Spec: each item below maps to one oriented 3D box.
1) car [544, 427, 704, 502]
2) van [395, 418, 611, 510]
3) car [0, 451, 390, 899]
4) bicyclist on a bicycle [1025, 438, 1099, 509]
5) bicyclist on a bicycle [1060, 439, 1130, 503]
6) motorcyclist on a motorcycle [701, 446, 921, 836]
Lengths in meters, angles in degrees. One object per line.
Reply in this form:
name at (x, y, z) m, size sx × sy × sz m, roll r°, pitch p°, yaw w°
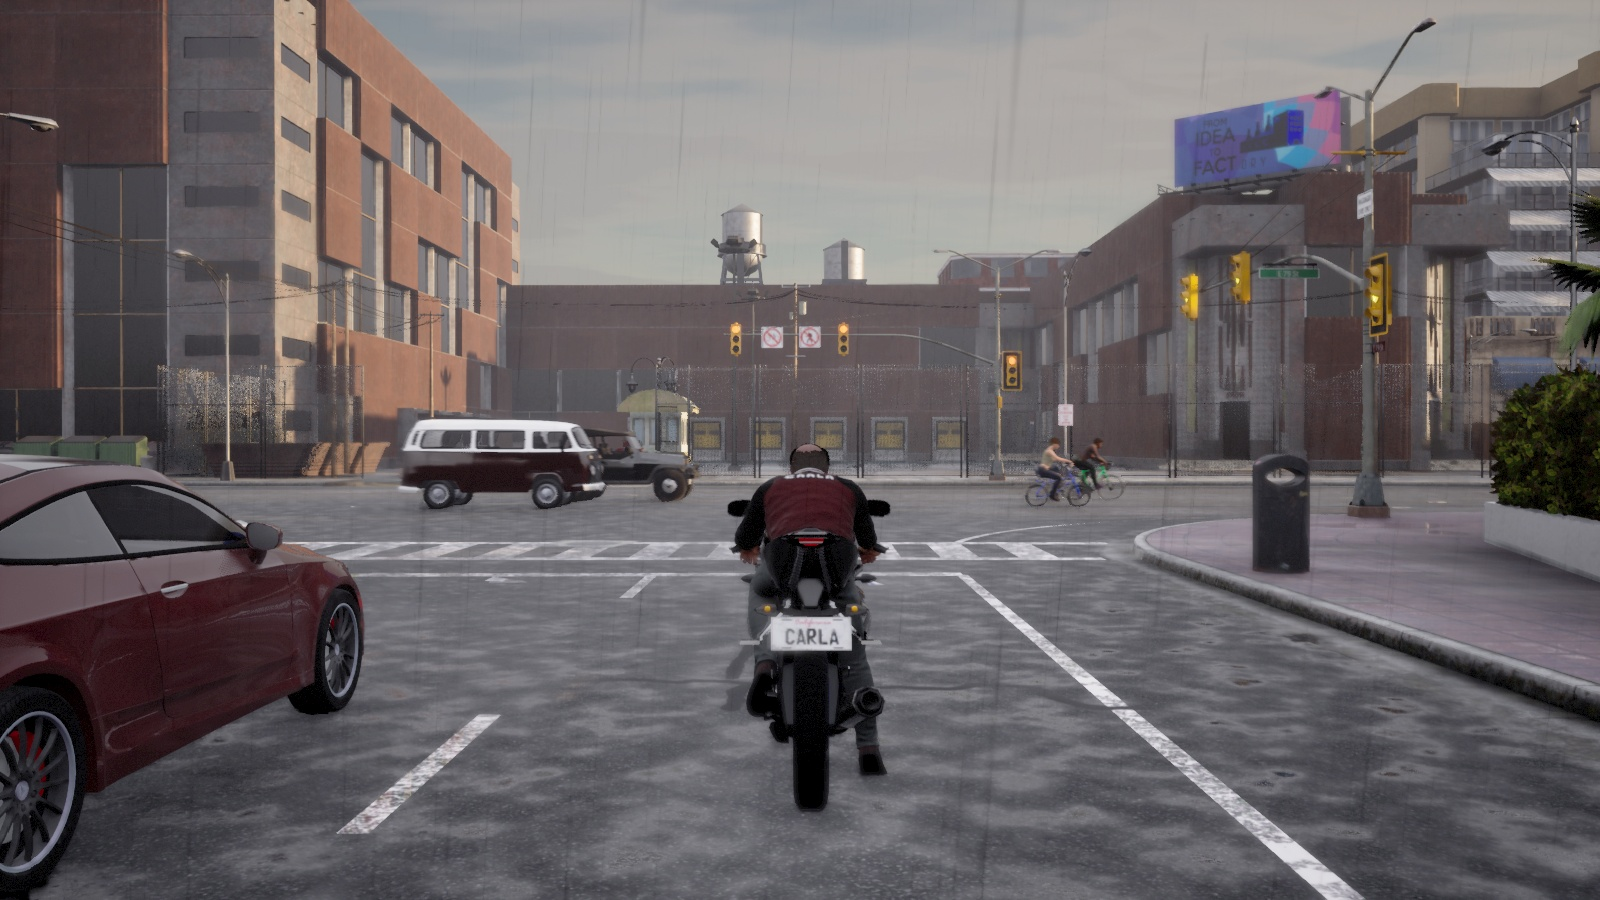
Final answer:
car at (-4.485, 0.356, 32.436) m, size 3.866 × 1.878 × 1.905 m, roll 0°, pitch 0°, yaw 1°
van at (-6.759, 0.301, 28.966) m, size 4.480 × 2.038 × 2.069 m, roll 0°, pitch 0°, yaw 1°
car at (-3.445, 0.739, 5.441) m, size 1.812 × 1.442 × 4.674 m, roll 0°, pitch 0°, yaw 0°
bicyclist on a bicycle at (5.995, 0.525, 28.789) m, size 1.509 × 1.612 × 0.866 m, roll 0°, pitch 0°, yaw 1°
bicyclist on a bicycle at (7.580, 0.523, 32.270) m, size 1.656 × 1.620 × 0.582 m, roll 0°, pitch 0°, yaw 1°
motorcyclist on a motorcycle at (0.045, 0.747, 6.037) m, size 0.866 × 1.530 × 2.191 m, roll 0°, pitch 0°, yaw 0°
